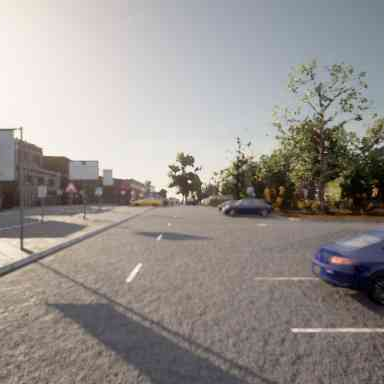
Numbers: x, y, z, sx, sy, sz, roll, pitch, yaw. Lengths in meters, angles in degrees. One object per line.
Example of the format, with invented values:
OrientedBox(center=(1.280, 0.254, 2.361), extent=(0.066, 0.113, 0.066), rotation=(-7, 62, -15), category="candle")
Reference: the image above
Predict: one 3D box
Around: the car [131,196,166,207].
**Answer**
OrientedBox(center=(-7.560, 1.746, 56.227), extent=(5.366, 1.575, 1.946), rotation=(0, -1, 0), category="car")

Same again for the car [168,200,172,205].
OrientedBox(center=(-7.459, 1.789, 68.377), extent=(5.566, 2.045, 2.435), rotation=(0, -2, -1), category="car")

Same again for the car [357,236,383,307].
OrientedBox(center=(5.080, 1.490, 4.111), extent=(4.892, 1.521, 2.231), rotation=(0, 0, 0), category="car")

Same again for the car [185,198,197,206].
OrientedBox(center=(-0.277, 1.968, 64.836), extent=(1.837, 1.490, 4.892), rotation=(0, -1, -1), category="car")

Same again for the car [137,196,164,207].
OrientedBox(center=(-7.370, 1.680, 59.148), extent=(4.553, 1.767, 2.185), rotation=(0, -1, -1), category="car")

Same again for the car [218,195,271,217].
OrientedBox(center=(5.120, 1.421, 31.723), extent=(4.553, 1.767, 2.185), rotation=(0, 0, 0), category="car")

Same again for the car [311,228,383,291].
OrientedBox(center=(5.083, 1.536, 7.387), extent=(4.674, 1.452, 2.002), rotation=(0, 0, 0), category="car")

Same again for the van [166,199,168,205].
OrientedBox(center=(-7.311, 1.650, 62.187), extent=(4.442, 1.987, 1.878), rotation=(0, -1, -1), category="van")

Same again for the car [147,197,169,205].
OrientedBox(center=(-7.535, 2.106, 74.323), extent=(4.553, 1.767, 2.185), rotation=(0, -2, -1), category="car")

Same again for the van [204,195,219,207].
OrientedBox(center=(4.781, 1.515, 55.689), extent=(4.442, 1.987, 1.878), rotation=(0, -1, 0), category="van")

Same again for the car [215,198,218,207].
OrientedBox(center=(5.047, 1.595, 34.893), extent=(4.674, 1.452, 2.002), rotation=(0, 0, 0), category="car")

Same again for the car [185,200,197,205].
OrientedBox(center=(-0.153, 2.504, 78.600), extent=(1.895, 1.301, 4.718), rotation=(-1, -2, 11), category="car")

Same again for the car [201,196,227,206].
OrientedBox(center=(4.701, 1.918, 72.321), extent=(5.566, 2.045, 2.435), rotation=(0, -2, -1), category="car")

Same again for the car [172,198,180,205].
OrientedBox(center=(-3.595, 2.018, 70.818), extent=(2.128, 1.511, 4.902), rotation=(0, -2, -1), category="car")
